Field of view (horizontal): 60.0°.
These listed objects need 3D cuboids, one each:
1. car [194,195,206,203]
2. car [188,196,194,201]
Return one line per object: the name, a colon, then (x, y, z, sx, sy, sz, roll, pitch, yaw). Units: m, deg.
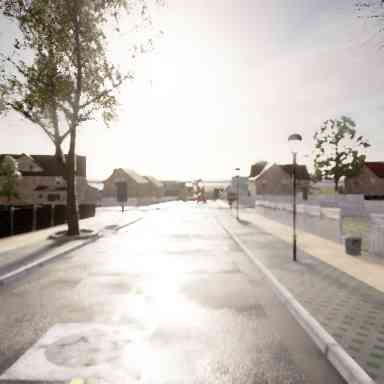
car: (2.482, 1.845, 86.013, 2.150, 2.045, 5.566, 0, -1, 3)
car: (0.027, 1.843, 91.137, 2.033, 1.411, 5.357, 0, -1, 3)
